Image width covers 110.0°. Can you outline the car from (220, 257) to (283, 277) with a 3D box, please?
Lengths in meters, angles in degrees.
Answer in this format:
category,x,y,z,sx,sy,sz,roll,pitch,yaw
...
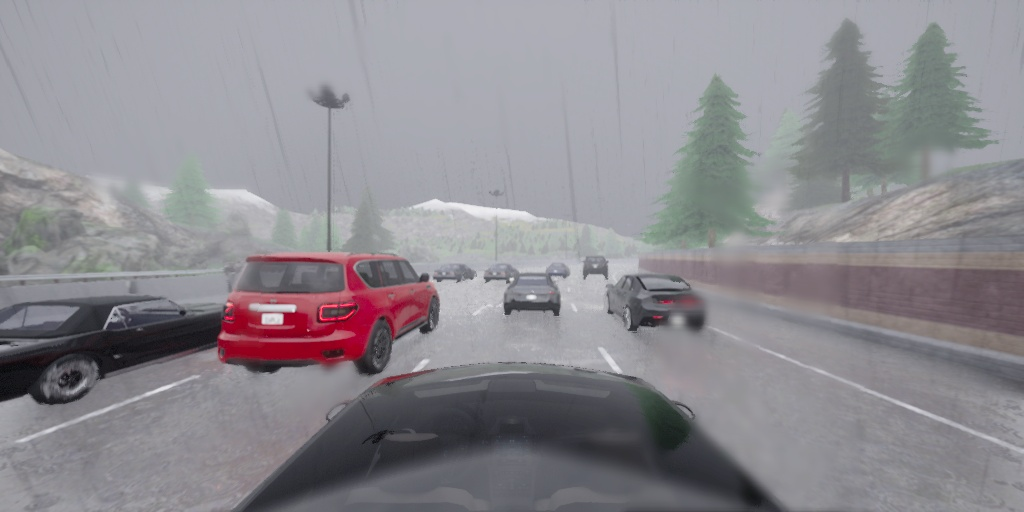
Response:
category,x,y,z,sx,sy,sz,roll,pitch,yaw
car,-24.510,1.002,33.969,2.097,1.767,4.553,0,0,12

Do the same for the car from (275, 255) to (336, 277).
category,x,y,z,sx,sy,sz,roll,pitch,yaw
car,-20.512,0.884,35.974,2.150,2.045,5.566,0,0,13

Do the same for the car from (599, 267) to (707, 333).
category,x,y,z,sx,sy,sz,roll,pitch,yaw
car,4.069,1.265,10.820,1.837,1.490,4.892,0,0,4

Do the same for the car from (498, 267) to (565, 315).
category,x,y,z,sx,sy,sz,roll,pitch,yaw
car,0.824,1.311,13.668,1.994,1.385,4.181,0,0,5

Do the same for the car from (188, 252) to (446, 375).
category,x,y,z,sx,sy,sz,roll,pitch,yaw
car,-3.169,0.958,7.612,2.150,2.045,5.566,0,0,3

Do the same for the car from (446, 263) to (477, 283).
category,x,y,z,sx,sy,sz,roll,pitch,yaw
car,-4.281,1.270,27.481,2.033,1.411,5.357,0,0,11

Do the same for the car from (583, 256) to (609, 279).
category,x,y,z,sx,sy,sz,roll,pitch,yaw
car,7.681,0.983,32.858,2.150,2.045,5.566,0,0,14

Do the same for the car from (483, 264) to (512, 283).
category,x,y,z,sx,sy,sz,roll,pitch,yaw
car,-0.722,1.283,27.436,2.033,1.411,5.357,0,0,11

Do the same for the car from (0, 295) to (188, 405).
category,x,y,z,sx,sy,sz,roll,pitch,yaw
car,-6.736,1.325,6.195,1.895,1.301,4.718,0,0,2

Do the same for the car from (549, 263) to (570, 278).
category,x,y,z,sx,sy,sz,roll,pitch,yaw
car,4.361,1.314,33.827,1.994,1.385,4.181,0,0,14
